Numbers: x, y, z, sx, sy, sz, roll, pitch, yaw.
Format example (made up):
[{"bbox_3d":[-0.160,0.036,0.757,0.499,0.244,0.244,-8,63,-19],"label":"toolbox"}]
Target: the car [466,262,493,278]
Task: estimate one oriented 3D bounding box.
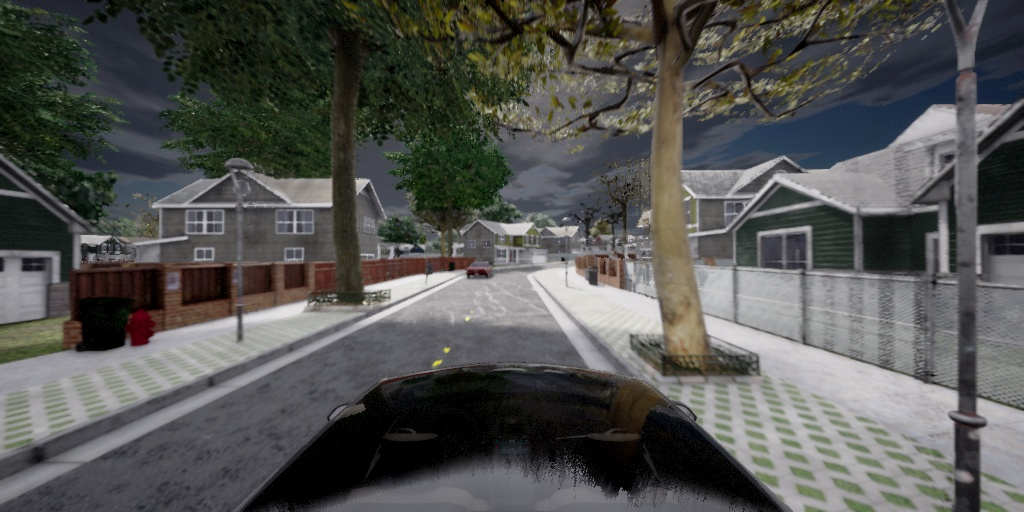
[{"bbox_3d":[-2.803,1.182,31.410,1.895,1.301,4.718,0,1,2],"label":"car"}]
